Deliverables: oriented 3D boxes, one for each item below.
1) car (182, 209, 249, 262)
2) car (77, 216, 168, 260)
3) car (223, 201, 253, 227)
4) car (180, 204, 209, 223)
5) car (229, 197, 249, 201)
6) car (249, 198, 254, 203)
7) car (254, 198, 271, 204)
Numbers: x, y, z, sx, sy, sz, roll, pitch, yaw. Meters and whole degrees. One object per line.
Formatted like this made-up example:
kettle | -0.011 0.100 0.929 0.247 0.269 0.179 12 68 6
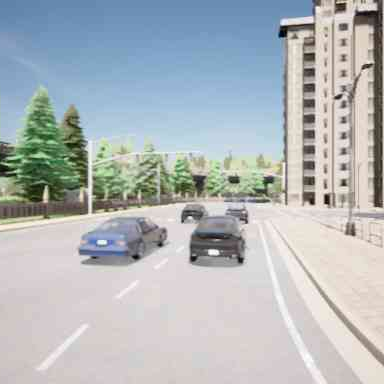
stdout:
car | 1.103 1.627 12.652 1.837 1.490 4.892 0 0 10
car | -2.402 1.651 12.955 2.033 1.411 5.357 0 0 10
car | 3.741 1.756 27.402 2.128 1.511 4.902 0 0 10
car | 0.299 1.759 28.038 1.837 1.490 4.892 0 0 10
car | 13.276 2.259 94.131 2.097 1.767 4.553 0 -1 40
car | 17.724 2.448 93.757 4.674 1.442 1.812 1 -1 -41
car | 19.853 2.405 90.944 1.837 1.490 4.892 0 -1 44
